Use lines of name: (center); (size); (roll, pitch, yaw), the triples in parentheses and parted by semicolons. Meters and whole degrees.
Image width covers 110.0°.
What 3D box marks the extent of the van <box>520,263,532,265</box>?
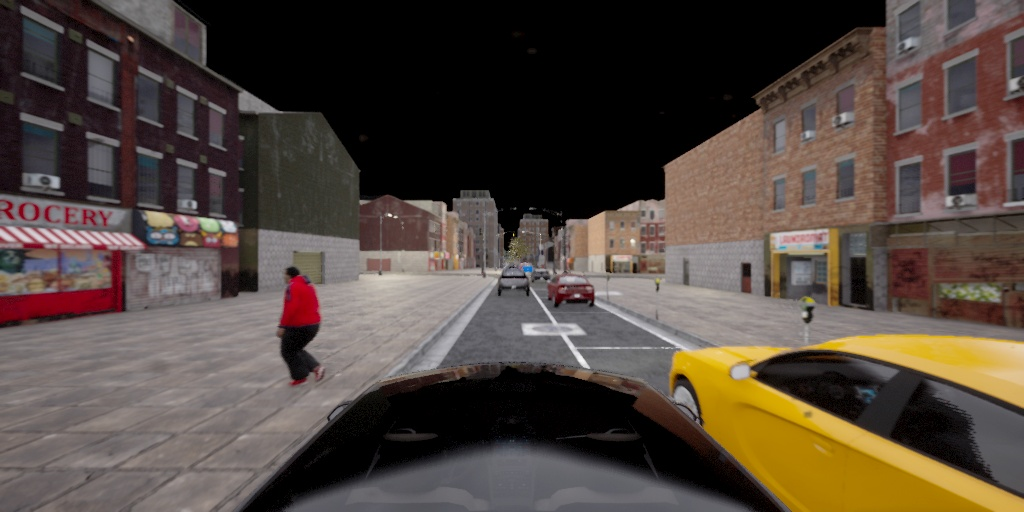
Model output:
van: (2.607, 2.063, 60.475); (1.690, 1.789, 3.998); (0, 0, 0)

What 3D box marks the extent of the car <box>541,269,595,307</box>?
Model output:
car: (2.630, 1.498, 16.651); (1.888, 1.381, 4.507); (0, 0, 0)

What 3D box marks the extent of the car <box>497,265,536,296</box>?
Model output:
car: (0.091, 1.522, 21.788); (2.128, 1.511, 4.902); (0, -1, 0)

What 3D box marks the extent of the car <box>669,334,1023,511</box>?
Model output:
car: (2.750, 1.235, 2.192); (1.882, 1.535, 5.008); (0, -1, 0)

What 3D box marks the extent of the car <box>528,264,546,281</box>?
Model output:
car: (2.621, 1.769, 33.524); (2.007, 1.370, 4.403); (0, 0, 0)

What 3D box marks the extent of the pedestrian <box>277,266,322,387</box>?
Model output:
pedestrian: (-3.085, 0.937, 5.187); (0.375, 1.860, 0.375); (-1, 0, 0)
